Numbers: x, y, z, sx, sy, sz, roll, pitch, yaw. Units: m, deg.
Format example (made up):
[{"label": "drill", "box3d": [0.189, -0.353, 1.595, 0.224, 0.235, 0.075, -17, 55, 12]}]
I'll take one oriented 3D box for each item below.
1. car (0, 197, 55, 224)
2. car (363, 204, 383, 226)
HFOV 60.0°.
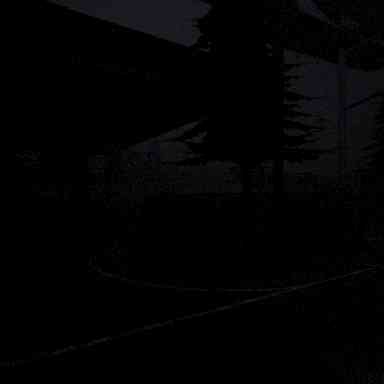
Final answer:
[{"label": "car", "box3d": [-11.900, 1.313, 23.522, 3.866, 1.878, 1.905, 0, 0, -36]}, {"label": "car", "box3d": [10.778, 1.405, 22.001, 1.895, 1.301, 4.718, 0, 0, -33]}]
